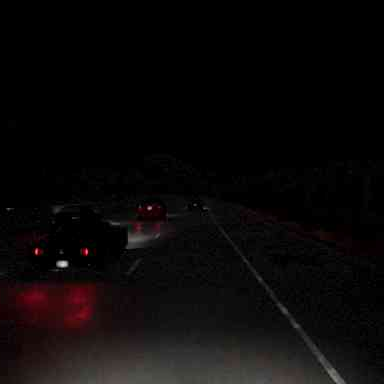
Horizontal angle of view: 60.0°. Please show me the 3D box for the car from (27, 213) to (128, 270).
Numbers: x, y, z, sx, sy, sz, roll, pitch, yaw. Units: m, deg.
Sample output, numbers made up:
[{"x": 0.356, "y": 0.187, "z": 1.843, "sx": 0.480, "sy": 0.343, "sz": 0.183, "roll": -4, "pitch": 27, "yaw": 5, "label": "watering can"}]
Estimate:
[{"x": -3.398, "y": 1.600, "z": 10.967, "sx": 1.895, "sy": 1.301, "sz": 4.718, "roll": 0, "pitch": 0, "yaw": 0, "label": "car"}]

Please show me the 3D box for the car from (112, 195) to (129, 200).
[{"x": -13.060, "y": 1.594, "z": 62.980, "sx": 1.895, "sy": 1.301, "sz": 4.718, "roll": 0, "pitch": 0, "yaw": 2, "label": "car"}]

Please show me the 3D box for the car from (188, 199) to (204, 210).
[{"x": 0.483, "y": 1.559, "z": 42.837, "sx": 1.994, "sy": 1.385, "sz": 4.181, "roll": 0, "pitch": 0, "yaw": 2, "label": "car"}]

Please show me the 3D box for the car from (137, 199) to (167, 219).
[{"x": -3.335, "y": 1.349, "z": 28.670, "sx": 2.097, "sy": 1.767, "sz": 4.553, "roll": 0, "pitch": 0, "yaw": 1, "label": "car"}]

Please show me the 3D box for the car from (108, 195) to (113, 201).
[{"x": -16.248, "y": 1.532, "z": 73.341, "sx": 2.033, "sy": 1.411, "sz": 5.357, "roll": 0, "pitch": 0, "yaw": 2, "label": "car"}]

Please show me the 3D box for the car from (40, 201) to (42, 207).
[{"x": -20.734, "y": 1.521, "z": 42.239, "sx": 1.812, "sy": 1.442, "sz": 4.674, "roll": 0, "pitch": 0, "yaw": 2, "label": "car"}]

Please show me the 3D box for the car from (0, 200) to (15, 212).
[{"x": -14.076, "y": 1.503, "z": 21.930, "sx": 1.837, "sy": 1.490, "sz": 4.892, "roll": 0, "pitch": 0, "yaw": 0, "label": "car"}]

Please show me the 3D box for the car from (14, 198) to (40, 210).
[{"x": -17.467, "y": 1.501, "z": 33.026, "sx": 1.837, "sy": 1.490, "sz": 4.892, "roll": 0, "pitch": 0, "yaw": 1, "label": "car"}]

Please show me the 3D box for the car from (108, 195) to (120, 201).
[{"x": -19.473, "y": 1.503, "z": 82.874, "sx": 1.812, "sy": 1.442, "sz": 4.674, "roll": 0, "pitch": 0, "yaw": 2, "label": "car"}]

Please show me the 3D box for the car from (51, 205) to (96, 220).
[{"x": -6.895, "y": 1.524, "z": 20.029, "sx": 1.812, "sy": 1.442, "sz": 4.674, "roll": 0, "pitch": 0, "yaw": 0, "label": "car"}]
